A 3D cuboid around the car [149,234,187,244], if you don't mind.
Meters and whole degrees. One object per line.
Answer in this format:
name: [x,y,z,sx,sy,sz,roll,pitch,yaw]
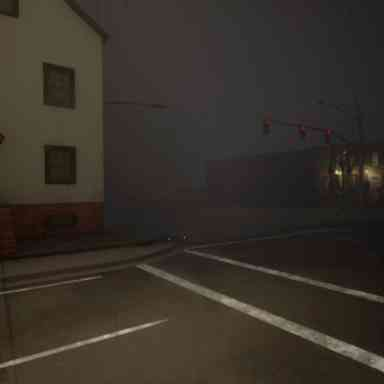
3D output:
car: [-2.421,4.245,28.082,1.895,1.301,4.718,-2,-12,-36]
